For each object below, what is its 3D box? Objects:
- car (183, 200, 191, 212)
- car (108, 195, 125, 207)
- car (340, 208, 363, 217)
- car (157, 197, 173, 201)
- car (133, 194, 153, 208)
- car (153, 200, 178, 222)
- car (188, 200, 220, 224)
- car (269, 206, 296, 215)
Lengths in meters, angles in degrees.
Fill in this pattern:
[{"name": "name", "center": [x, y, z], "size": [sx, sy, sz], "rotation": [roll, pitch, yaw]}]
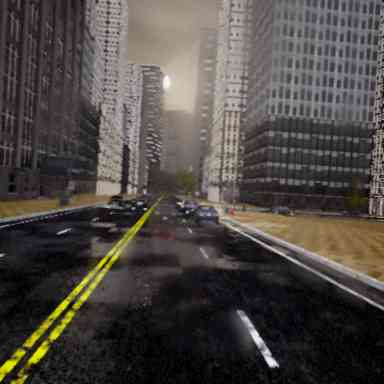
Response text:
[{"name": "car", "center": [-0.121, 1.744, 41.986], "size": [2.033, 1.411, 5.357], "rotation": [3, 0, -4]}, {"name": "car", "center": [-10.164, 1.175, 45.067], "size": [1.837, 1.490, 4.892], "rotation": [3, 0, -4]}, {"name": "car", "center": [30.865, 3.878, 64.488], "size": [4.097, 1.590, 1.967], "rotation": [4, 0, -5]}, {"name": "car", "center": [-4.037, 1.595, 51.309], "size": [1.837, 1.490, 4.892], "rotation": [4, -1, -4]}, {"name": "car", "center": [-6.926, 1.321, 45.320], "size": [2.128, 1.511, 4.902], "rotation": [3, 0, -4]}, {"name": "car", "center": [-2.090, 1.605, 26.259], "size": [1.895, 1.301, 4.718], "rotation": [3, 0, -4]}, {"name": "car", "center": [1.068, 1.742, 27.300], "size": [2.033, 1.411, 5.357], "rotation": [3, 0, -4]}, {"name": "car", "center": [14.789, 2.964, 54.489], "size": [4.403, 1.369, 2.008], "rotation": [4, 0, -5]}]
